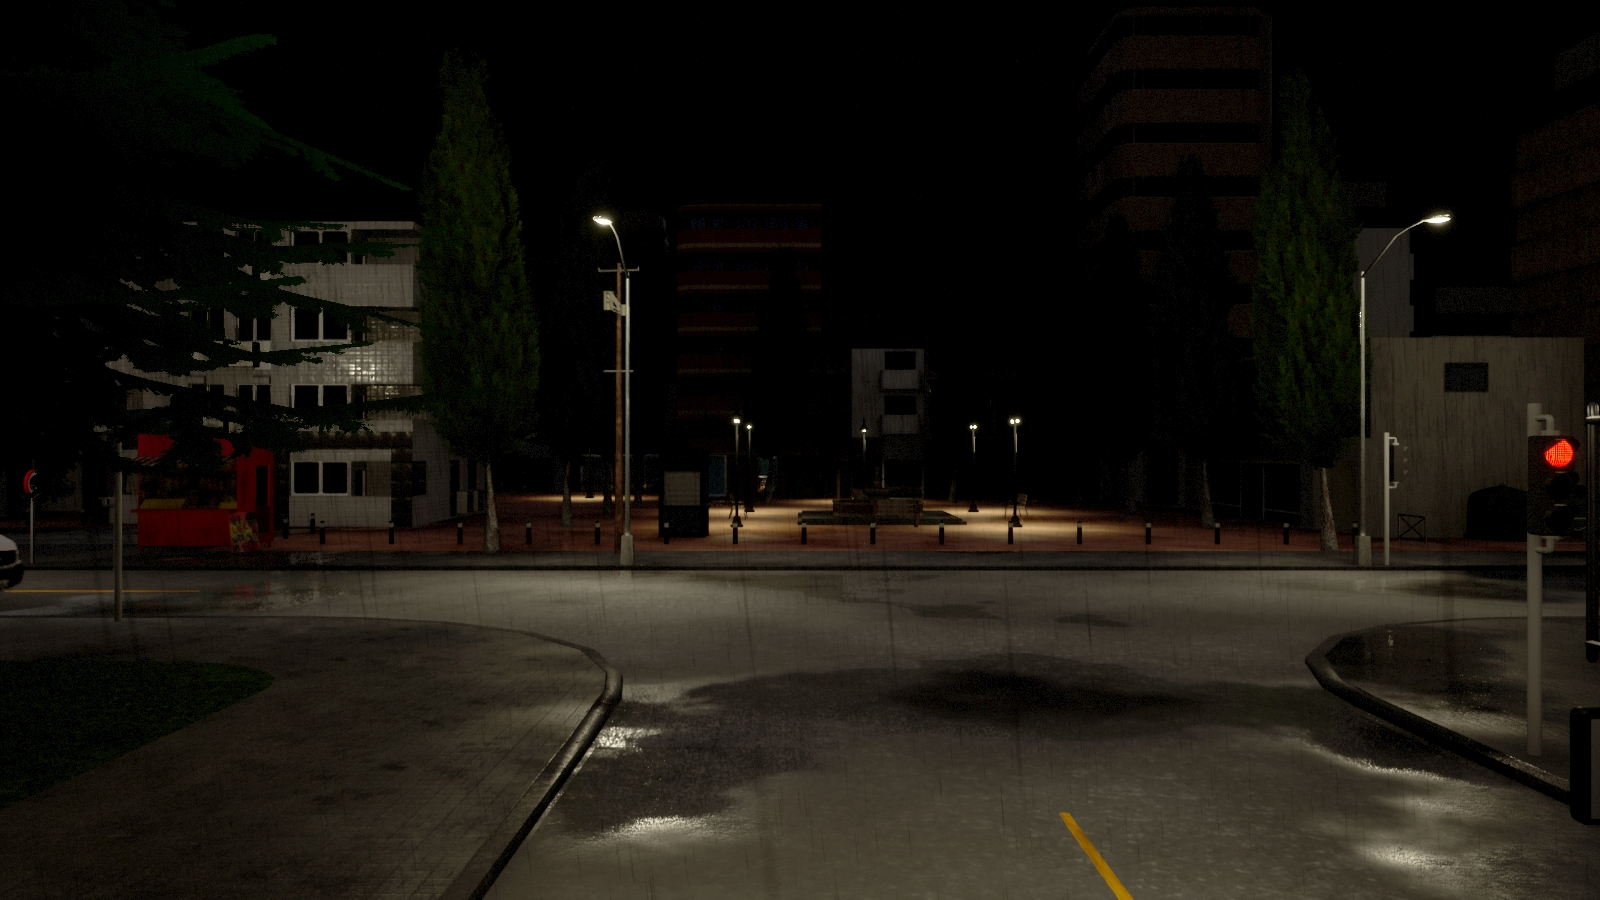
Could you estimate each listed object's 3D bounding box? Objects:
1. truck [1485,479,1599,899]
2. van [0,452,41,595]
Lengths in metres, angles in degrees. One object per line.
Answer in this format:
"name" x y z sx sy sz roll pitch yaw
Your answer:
"truck" 4.017 1.349 1.921 2.627 2.467 5.204 0 0 0
"van" -17.334 1.323 20.649 5.915 2.561 1.988 0 0 0
